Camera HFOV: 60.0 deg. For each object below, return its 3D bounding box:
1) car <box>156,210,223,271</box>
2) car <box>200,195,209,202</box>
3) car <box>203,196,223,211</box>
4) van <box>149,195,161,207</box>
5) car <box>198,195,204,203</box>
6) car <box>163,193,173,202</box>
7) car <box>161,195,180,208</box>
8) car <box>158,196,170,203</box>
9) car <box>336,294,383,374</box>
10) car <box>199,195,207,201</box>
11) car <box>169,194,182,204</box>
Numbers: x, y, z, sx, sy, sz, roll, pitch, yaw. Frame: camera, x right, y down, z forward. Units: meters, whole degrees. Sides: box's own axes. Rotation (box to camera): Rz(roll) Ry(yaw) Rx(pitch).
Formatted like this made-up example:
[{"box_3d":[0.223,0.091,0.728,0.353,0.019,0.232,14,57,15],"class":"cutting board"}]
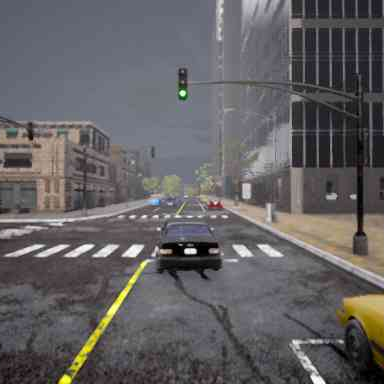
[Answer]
[{"box_3d":[-0.194,1.542,10.892,2.033,1.411,5.357,0,0,-3],"class":"car"},{"box_3d":[2.701,1.496,73.905,1.752,1.417,4.829,1,0,0],"class":"car"},{"box_3d":[2.703,1.423,40.525,1.967,1.590,4.097,1,0,0],"class":"car"},{"box_3d":[-5.676,1.320,51.609,1.690,1.788,3.998,1,0,0],"class":"van"},{"box_3d":[2.701,1.498,68.371,1.752,1.417,4.829,1,0,0],"class":"car"},{"box_3d":[-5.677,1.284,79.280,2.192,1.841,5.009,1,0,0],"class":"car"},{"box_3d":[-3.086,1.505,48.958,1.812,1.442,4.674,0,0,0],"class":"car"},{"box_3d":[-5.680,1.539,68.212,1.947,1.339,4.313,1,0,0],"class":"car"},{"box_3d":[2.840,1.524,2.748,1.752,1.417,4.829,1,0,0],"class":"car"},{"box_3d":[2.700,1.511,84.805,1.887,1.381,4.507,1,0,0],"class":"car"},{"box_3d":[-3.013,1.500,65.322,1.812,1.442,4.674,0,0,0],"class":"car"}]
